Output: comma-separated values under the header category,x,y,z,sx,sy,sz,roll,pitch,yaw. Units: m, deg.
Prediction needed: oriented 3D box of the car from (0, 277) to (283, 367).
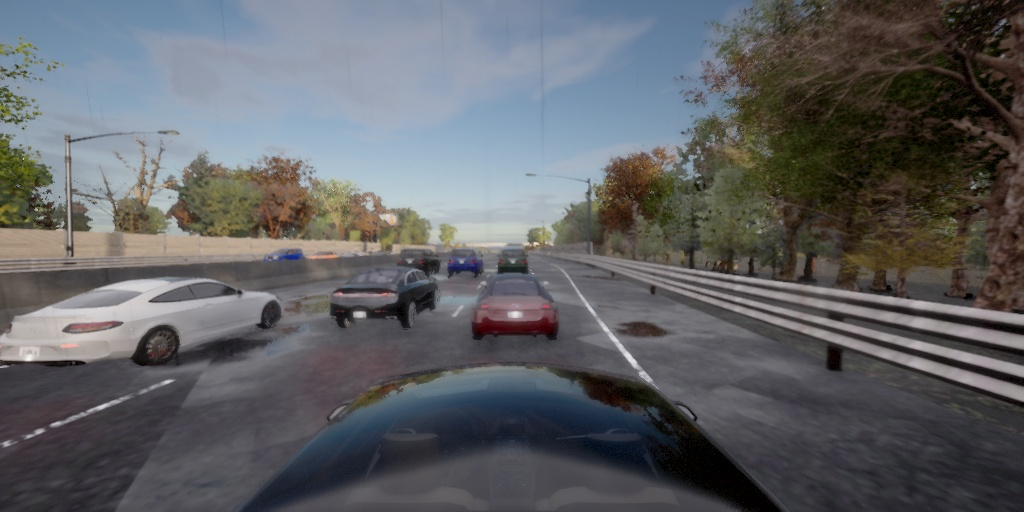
category,x,y,z,sx,sy,sz,roll,pitch,yaw
car,-6.941,1.155,7.471,1.812,1.442,4.674,0,1,0

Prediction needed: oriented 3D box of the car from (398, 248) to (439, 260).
category,x,y,z,sx,sy,sz,roll,pitch,yaw
car,-6.925,0.449,27.076,2.150,2.045,5.566,0,1,0

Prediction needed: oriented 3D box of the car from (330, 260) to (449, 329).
category,x,y,z,sx,sy,sz,roll,pitch,yaw
car,-3.427,1.060,10.511,2.128,1.511,4.902,0,1,0

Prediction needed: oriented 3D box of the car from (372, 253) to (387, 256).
category,x,y,z,sx,sy,sz,roll,pitch,yaw
car,-17.593,0.342,46.915,1.837,1.490,4.892,0,1,0

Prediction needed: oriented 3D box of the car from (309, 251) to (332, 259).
category,x,y,z,sx,sy,sz,roll,pitch,yaw
car,-24.588,0.191,46.620,2.097,1.767,4.553,0,1,0

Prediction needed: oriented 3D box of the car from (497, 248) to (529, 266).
category,x,y,z,sx,sy,sz,roll,pitch,yaw
car,0.076,0.450,27.124,2.150,2.045,5.566,0,1,0

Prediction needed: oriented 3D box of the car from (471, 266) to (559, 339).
category,x,y,z,sx,sy,sz,roll,pitch,yaw
car,0.070,1.153,9.517,1.994,1.385,4.181,0,1,0

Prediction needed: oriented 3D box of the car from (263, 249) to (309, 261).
category,x,y,z,sx,sy,sz,roll,pitch,yaw
car,-28.067,0.105,44.344,2.150,2.045,5.566,0,1,0

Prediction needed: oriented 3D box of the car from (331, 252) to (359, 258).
category,x,y,z,sx,sy,sz,roll,pitch,yaw
car,-21.090,0.366,46.619,1.812,1.442,4.674,0,1,0

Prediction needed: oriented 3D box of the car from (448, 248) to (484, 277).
category,x,y,z,sx,sy,sz,roll,pitch,yaw
car,-3.424,0.450,27.067,2.150,2.045,5.566,0,1,0
